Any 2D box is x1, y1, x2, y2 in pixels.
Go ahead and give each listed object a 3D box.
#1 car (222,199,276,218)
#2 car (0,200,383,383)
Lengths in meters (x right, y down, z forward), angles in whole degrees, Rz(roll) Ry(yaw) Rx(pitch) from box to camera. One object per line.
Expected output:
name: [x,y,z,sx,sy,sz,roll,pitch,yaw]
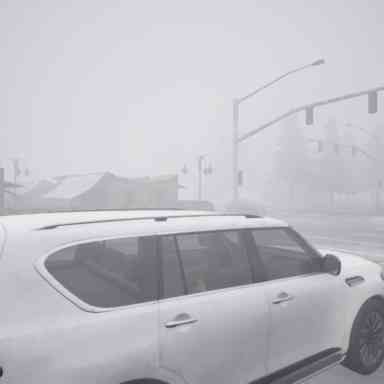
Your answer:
car: [5.298,1.489,31.570,2.128,1.511,4.902,0,0,-37]
car: [0.183,1.221,3.944,5.566,2.045,2.150,0,0,-35]
